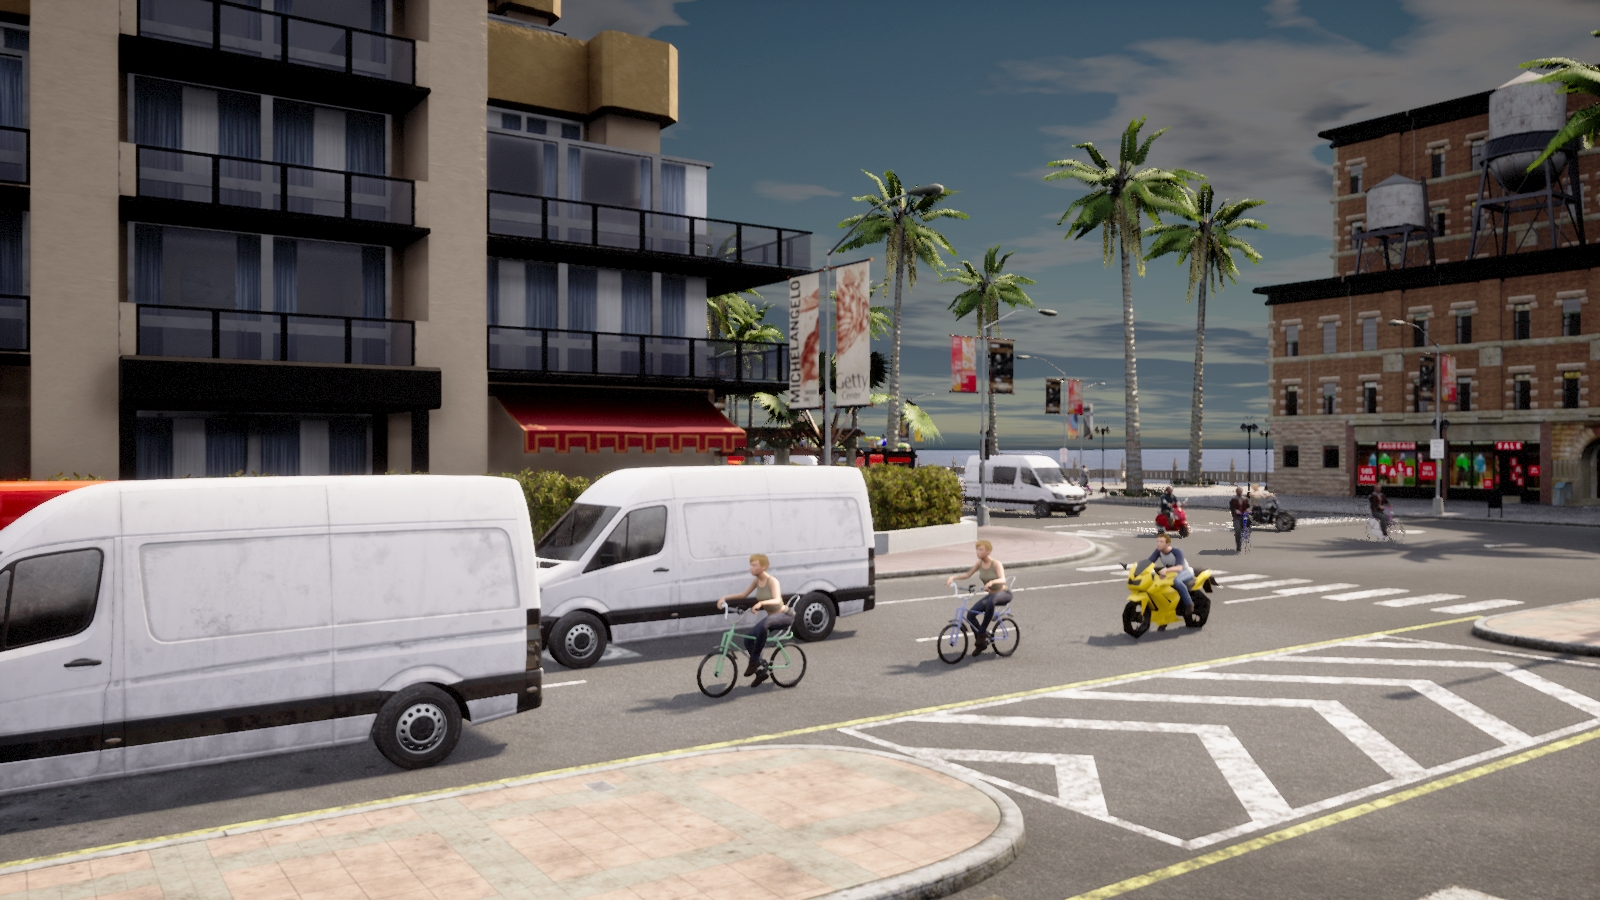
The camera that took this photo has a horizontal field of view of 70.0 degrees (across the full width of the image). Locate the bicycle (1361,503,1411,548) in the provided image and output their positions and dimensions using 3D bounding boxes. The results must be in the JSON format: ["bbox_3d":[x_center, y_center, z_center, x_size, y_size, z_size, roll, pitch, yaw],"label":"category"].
[{"bbox_3d":[17.170,2.193,33.518,0.329,1.171,1.835,-2,0,-5],"label":"bicycle"}]

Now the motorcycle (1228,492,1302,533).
[{"bbox_3d":[16.037,2.152,39.468,0.764,1.277,2.356,0,0,-34],"label":"motorcycle"}]

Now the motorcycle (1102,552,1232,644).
[{"bbox_3d":[5.572,2.205,17.294,2.033,1.145,0.803,0,0,-34],"label":"motorcycle"}]

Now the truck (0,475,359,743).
[{"bbox_3d":[-7.827,1.567,12.387,5.204,2.467,2.627,0,0,-35],"label":"truck"}]

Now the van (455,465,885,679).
[{"bbox_3d":[-1.725,1.530,16.503,5.915,2.561,1.988,0,0,-34],"label":"van"}]

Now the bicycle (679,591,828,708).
[{"bbox_3d":[-0.533,2.252,13.140,1.487,1.080,0.859,0,0,-35],"label":"bicycle"}]

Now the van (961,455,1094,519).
[{"bbox_3d":[9.644,1.516,49.019,1.988,2.561,5.915,0,0,-34],"label":"van"}]

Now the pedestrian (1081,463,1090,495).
[{"bbox_3d":[16.525,1.671,66.095,0.375,1.860,0.375,0,0,42],"label":"pedestrian"}]

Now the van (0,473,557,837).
[{"bbox_3d":[-5.288,1.533,9.874,5.915,2.561,1.988,0,0,-34],"label":"van"}]
